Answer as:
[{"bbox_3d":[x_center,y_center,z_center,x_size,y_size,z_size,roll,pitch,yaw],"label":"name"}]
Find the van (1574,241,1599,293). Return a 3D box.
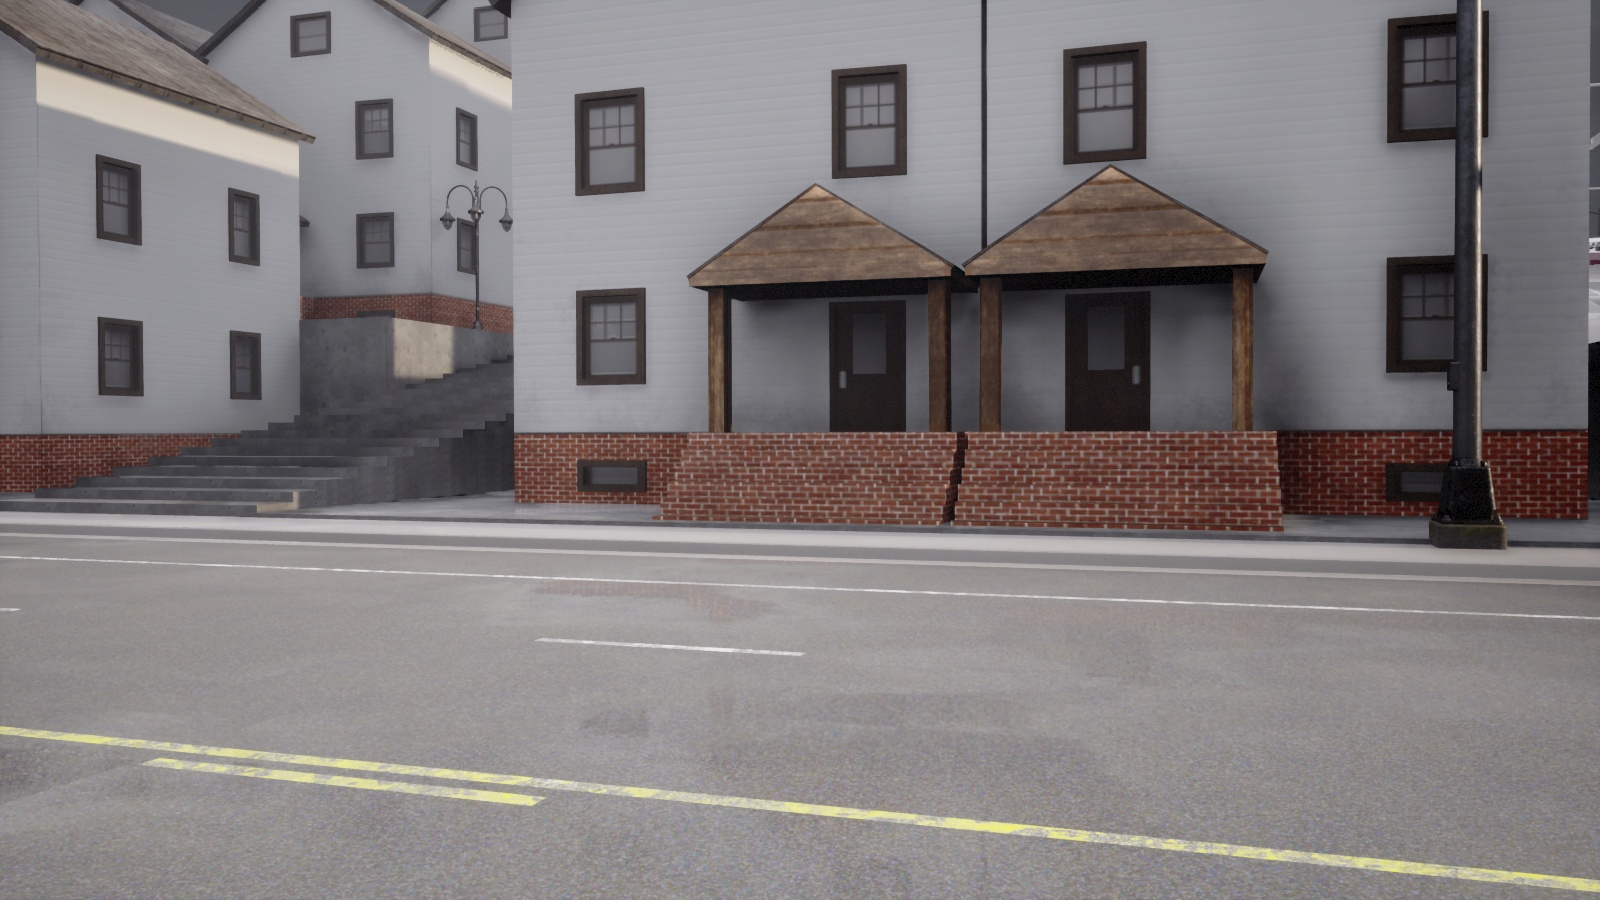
[{"bbox_3d":[37.543,-8.268,56.276,4.480,2.038,2.069,0,1,18],"label":"van"}]
